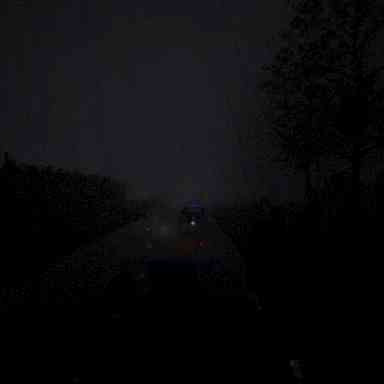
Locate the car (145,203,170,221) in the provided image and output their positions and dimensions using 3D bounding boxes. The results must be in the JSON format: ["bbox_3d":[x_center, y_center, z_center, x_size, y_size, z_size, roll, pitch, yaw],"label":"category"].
[{"bbox_3d":[-2.891,1.703,29.057,2.033,1.411,5.357,0,0,0],"label":"car"}]

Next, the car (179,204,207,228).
[{"bbox_3d":[0.066,1.730,23.540,1.895,1.301,4.718,0,0,0],"label":"car"}]

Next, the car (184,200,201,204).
[{"bbox_3d":[0.040,1.675,38.695,1.882,1.535,5.008,0,0,0],"label":"car"}]
